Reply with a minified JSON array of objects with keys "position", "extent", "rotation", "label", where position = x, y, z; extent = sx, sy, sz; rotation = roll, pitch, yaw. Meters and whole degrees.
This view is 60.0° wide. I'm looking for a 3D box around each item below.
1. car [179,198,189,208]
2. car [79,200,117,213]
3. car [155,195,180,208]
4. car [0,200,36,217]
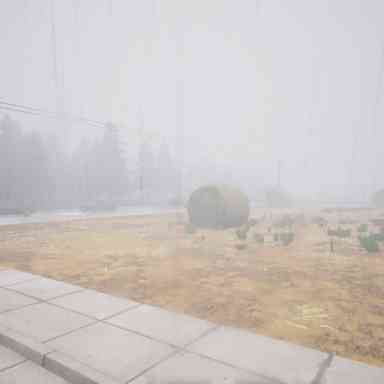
[{"position":[0.621,1.590,46.676],"extent":[1.994,1.385,4.181],"rotation":[0,0,37],"label":"car"},{"position":[-10.627,1.591,37.714],"extent":[1.994,1.385,4.181],"rotation":[0,0,37],"label":"car"},{"position":[-3.271,1.380,47.603],"extent":[2.097,1.767,4.553],"rotation":[0,0,37],"label":"car"},{"position":[-16.551,1.518,29.728],"extent":[2.128,1.511,4.902],"rotation":[0,0,37],"label":"car"}]
